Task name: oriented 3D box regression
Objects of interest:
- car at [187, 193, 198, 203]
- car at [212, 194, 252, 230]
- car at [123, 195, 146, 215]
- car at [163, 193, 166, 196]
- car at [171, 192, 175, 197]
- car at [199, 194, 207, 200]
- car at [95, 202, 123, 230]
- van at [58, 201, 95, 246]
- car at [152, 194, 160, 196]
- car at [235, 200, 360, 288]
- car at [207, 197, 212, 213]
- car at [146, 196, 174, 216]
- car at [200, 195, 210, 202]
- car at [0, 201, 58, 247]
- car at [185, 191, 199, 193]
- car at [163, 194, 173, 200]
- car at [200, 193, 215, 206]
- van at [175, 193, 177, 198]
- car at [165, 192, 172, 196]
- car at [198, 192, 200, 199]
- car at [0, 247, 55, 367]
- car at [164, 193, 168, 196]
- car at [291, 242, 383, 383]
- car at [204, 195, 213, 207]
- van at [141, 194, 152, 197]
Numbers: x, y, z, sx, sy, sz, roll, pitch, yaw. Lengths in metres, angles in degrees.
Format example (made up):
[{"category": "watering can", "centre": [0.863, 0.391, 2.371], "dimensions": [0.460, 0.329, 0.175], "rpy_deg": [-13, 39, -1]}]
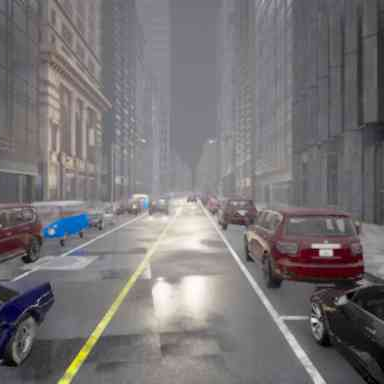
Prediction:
[{"category": "car", "centre": [0.001, 1.318, 63.409], "dimensions": [1.994, 1.385, 4.181], "rpy_deg": [0, 0, 0]}, {"category": "car", "centre": [2.677, 1.251, 20.281], "dimensions": [2.192, 1.841, 5.009], "rpy_deg": [1, 0, 0]}, {"category": "car", "centre": [-5.849, 1.332, 31.534], "dimensions": [1.967, 1.590, 4.097], "rpy_deg": [1, 0, 0]}, {"category": "car", "centre": [-5.850, 1.341, 54.033], "dimensions": [1.887, 1.381, 4.507], "rpy_deg": [1, 0, 0]}, {"category": "car", "centre": [-5.848, 1.008, 76.530], "dimensions": [2.192, 1.841, 5.009], "rpy_deg": [1, 0, 0]}, {"category": "car", "centre": [2.674, 1.250, 82.152], "dimensions": [1.802, 1.307, 4.206], "rpy_deg": [1, 0, 0]}, {"category": "car", "centre": [-5.851, 1.487, 20.285], "dimensions": [2.008, 1.369, 4.403], "rpy_deg": [1, 0, 0]}, {"category": "van", "centre": [-5.849, 1.297, 14.659], "dimensions": [1.690, 1.788, 3.998], "rpy_deg": [1, 0, 0]}, {"category": "car", "centre": [-5.848, 1.160, 42.783], "dimensions": [2.192, 1.841, 5.009], "rpy_deg": [1, 0, 0]}, {"category": "car", "centre": [2.677, 1.289, 9.032], "dimensions": [2.192, 1.841, 5.009], "rpy_deg": [1, 0, 0]}, {"category": "car", "centre": [2.675, 1.474, 31.531], "dimensions": [1.802, 1.307, 4.206], "rpy_deg": [1, 0, 0]}, {"category": "car", "centre": [-3.003, 1.437, 32.004], "dimensions": [2.033, 1.411, 5.357], "rpy_deg": [0, 0, 0]}, {"category": "car", "centre": [2.675, 1.270, 70.902], "dimensions": [2.008, 1.369, 4.403], "rpy_deg": [1, 0, 0]}, {"category": "car", "centre": [-5.849, 1.289, 9.034], "dimensions": [2.192, 1.841, 5.009], "rpy_deg": [1, 0, 0]}, {"category": "car", "centre": [-0.001, 1.093, 73.446], "dimensions": [1.994, 1.385, 4.181], "rpy_deg": [0, 0, 0]}, {"category": "car", "centre": [-5.851, 1.218, 82.156], "dimensions": [2.008, 1.369, 4.403], "rpy_deg": [1, 0, 0]}, {"category": "car", "centre": [2.678, 1.136, 48.404], "dimensions": [2.192, 1.841, 5.009], "rpy_deg": [1, 0, 0]}, {"category": "van", "centre": [-5.849, 0.957, 93.405], "dimensions": [1.690, 1.788, 3.998], "rpy_deg": [1, 0, 0]}, {"category": "car", "centre": [-5.851, 1.264, 70.907], "dimensions": [1.887, 1.381, 4.507], "rpy_deg": [1, 0, 0]}, {"category": "car", "centre": [2.678, 1.086, 59.653], "dimensions": [2.192, 1.841, 5.009], "rpy_deg": [1, 0, 0]}, {"category": "car", "centre": [-3.092, 1.592, 3.005], "dimensions": [1.895, 1.301, 4.718], "rpy_deg": [0, 0, 0]}, {"category": "car", "centre": [-5.850, 1.297, 59.488], "dimensions": [1.752, 1.417, 4.829], "rpy_deg": [1, 0, 0]}, {"category": "car", "centre": [2.675, 1.556, 3.408], "dimensions": [1.947, 1.339, 4.313], "rpy_deg": [1, 0, 0]}, {"category": "car", "centre": [2.675, 1.414, 37.156], "dimensions": [1.887, 1.381, 4.507], "rpy_deg": [1, 0, 0]}, {"category": "van", "centre": [-5.848, 1.209, 37.158], "dimensions": [1.690, 1.788, 3.998], "rpy_deg": [1, 0, 0]}]
